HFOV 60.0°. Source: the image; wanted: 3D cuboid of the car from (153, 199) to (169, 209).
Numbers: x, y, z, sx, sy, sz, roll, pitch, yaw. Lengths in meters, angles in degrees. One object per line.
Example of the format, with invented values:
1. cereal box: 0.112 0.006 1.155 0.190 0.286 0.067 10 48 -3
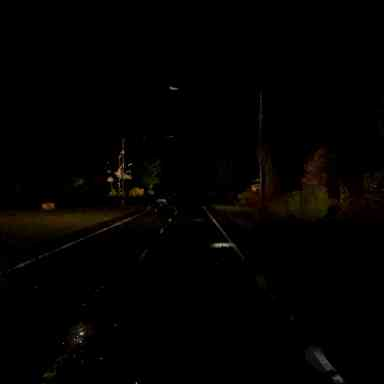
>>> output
1. car: -4.227 1.593 45.188 1.994 1.385 4.181 0 0 -5
